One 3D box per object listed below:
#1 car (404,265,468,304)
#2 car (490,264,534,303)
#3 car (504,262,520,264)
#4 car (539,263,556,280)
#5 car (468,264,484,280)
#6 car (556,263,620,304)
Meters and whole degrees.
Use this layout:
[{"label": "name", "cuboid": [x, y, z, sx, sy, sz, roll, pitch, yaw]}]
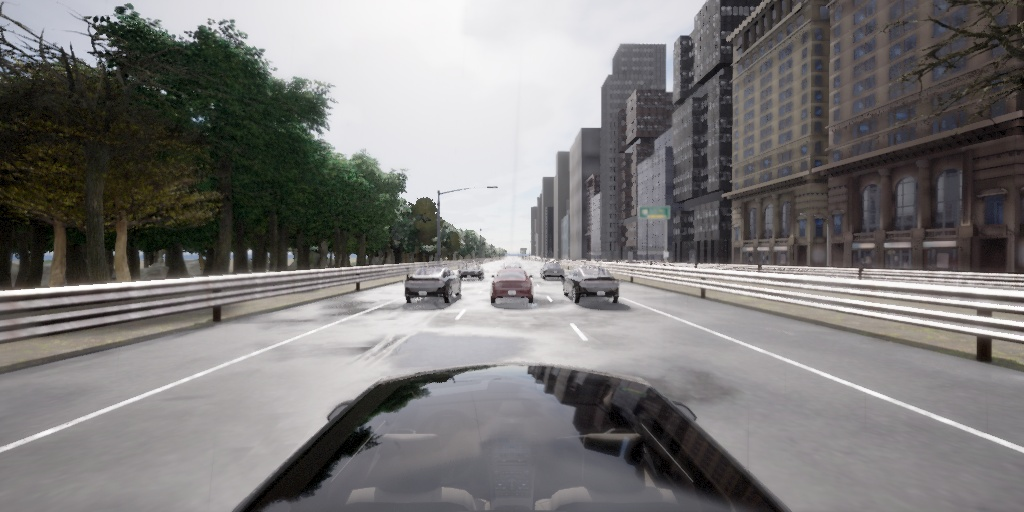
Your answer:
[{"label": "car", "cuboid": [-3.500, 1.251, 16.501, 2.128, 1.511, 4.902, 0, 0, 0]}, {"label": "car", "cuboid": [0.000, 1.289, 16.501, 1.812, 1.442, 4.674, 0, 0, 0]}, {"label": "car", "cuboid": [0.000, 1.272, 31.502, 2.128, 1.511, 4.902, 0, 0, 0]}, {"label": "car", "cuboid": [3.501, 1.340, 31.502, 2.033, 1.411, 5.357, 0, 0, 0]}, {"label": "car", "cuboid": [-3.500, 1.393, 31.531, 1.895, 1.301, 4.718, 0, 0, 0]}, {"label": "car", "cuboid": [3.500, 1.251, 16.501, 2.128, 1.511, 4.902, 0, 0, 0]}]
